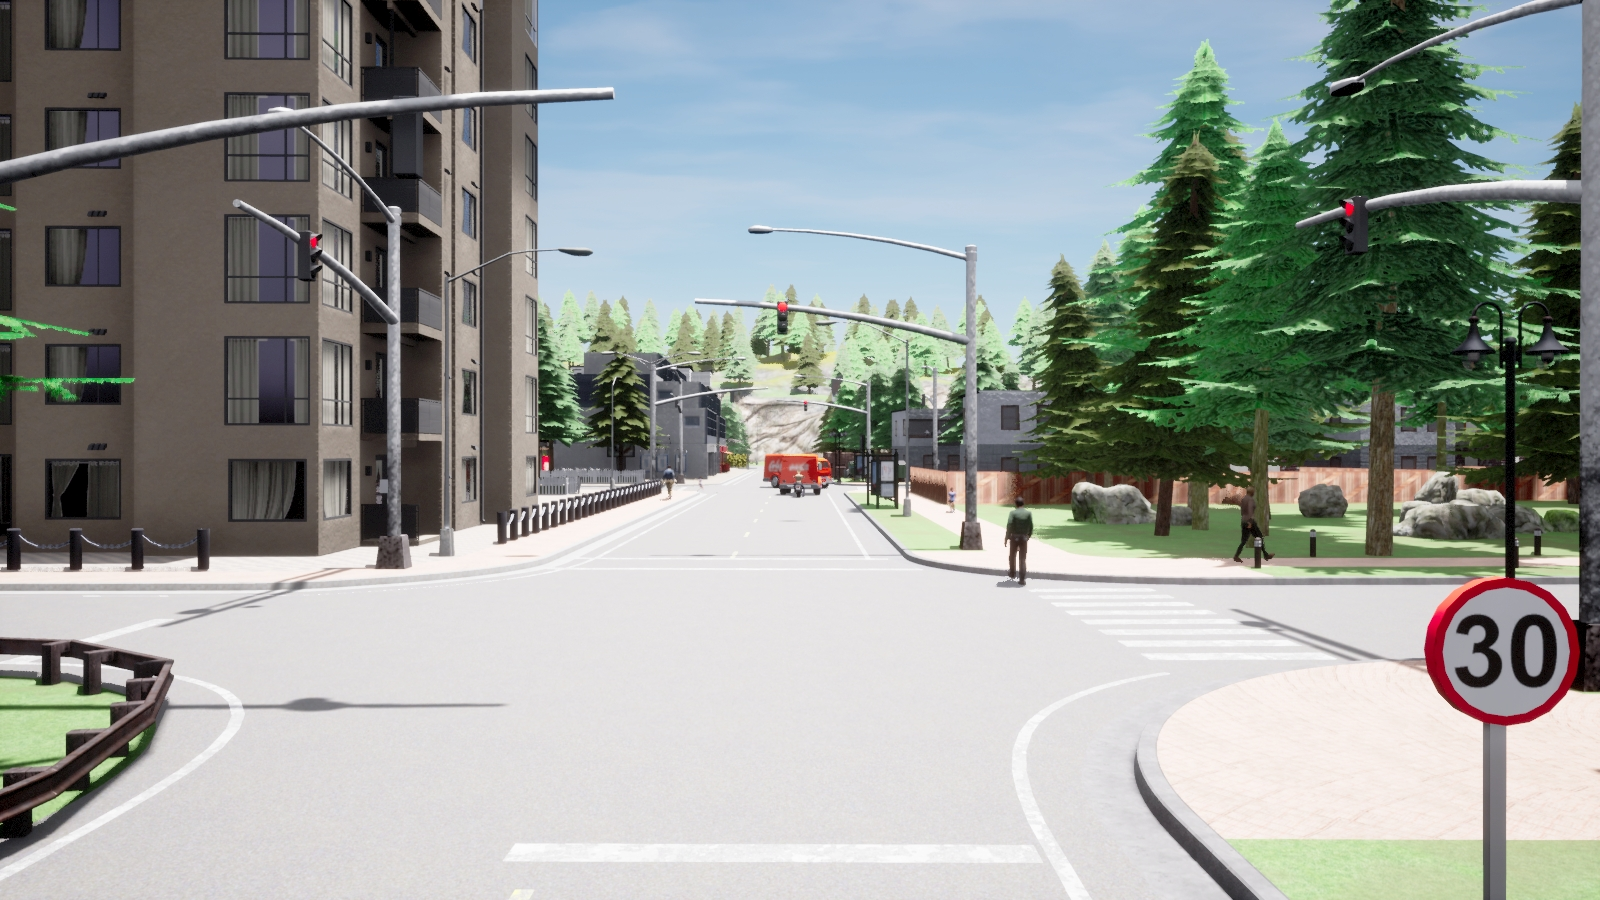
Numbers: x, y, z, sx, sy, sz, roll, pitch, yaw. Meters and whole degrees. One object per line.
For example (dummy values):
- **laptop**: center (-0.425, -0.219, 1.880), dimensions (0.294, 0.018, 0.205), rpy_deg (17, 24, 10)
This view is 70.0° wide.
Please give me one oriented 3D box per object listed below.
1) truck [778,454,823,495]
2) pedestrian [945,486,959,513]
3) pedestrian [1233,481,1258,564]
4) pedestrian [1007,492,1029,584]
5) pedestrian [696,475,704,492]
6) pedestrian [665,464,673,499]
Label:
- **truck**: center (0.071, 1.506, 71.518), dimensions (2.627, 2.467, 5.204), rpy_deg (0, 0, 3)
- **pedestrian**: center (6.276, 2.030, 47.083), dimensions (0.500, 1.100, 0.500), rpy_deg (0, 0, -1)
- **pedestrian**: center (10.188, 1.647, 26.121), dimensions (0.375, 1.860, 0.375), rpy_deg (0, 0, -13)
- **pedestrian**: center (4.491, 1.811, 23.528), dimensions (0.375, 1.860, 0.375), rpy_deg (0, 0, -1)
- **pedestrian**: center (-6.525, 2.171, 74.708), dimensions (0.500, 1.100, 0.500), rpy_deg (0, 0, -1)
- **pedestrian**: center (-6.828, 1.641, 59.642), dimensions (0.375, 1.860, 0.375), rpy_deg (0, 0, -3)
